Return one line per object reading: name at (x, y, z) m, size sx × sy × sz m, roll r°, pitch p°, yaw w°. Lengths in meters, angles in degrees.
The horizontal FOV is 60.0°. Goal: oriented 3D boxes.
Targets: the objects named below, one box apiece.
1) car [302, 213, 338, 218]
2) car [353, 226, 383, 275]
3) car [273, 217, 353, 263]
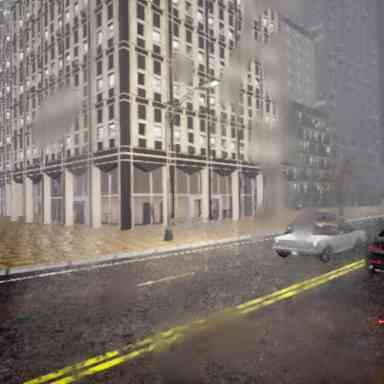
car at (7.846, 1.990, 20.610) m, size 2.033 × 1.411 × 5.357 m, roll -2°, pitch -2°, yaw 44°
car at (6.914, 1.681, 10.222) m, size 4.892 × 1.490 × 1.837 m, roll 1°, pitch -2°, yaw -44°
car at (5.203, 1.888, 13.359) m, size 4.718 × 1.301 × 1.895 m, roll 1°, pitch -2°, yaw -45°
